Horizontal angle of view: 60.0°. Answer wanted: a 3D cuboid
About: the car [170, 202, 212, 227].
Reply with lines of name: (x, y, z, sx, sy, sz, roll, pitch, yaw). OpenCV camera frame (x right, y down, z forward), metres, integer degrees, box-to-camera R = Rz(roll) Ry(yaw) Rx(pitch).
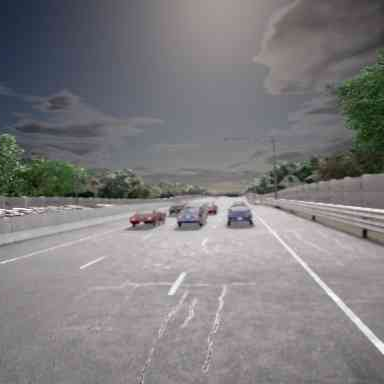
car: (0.073, 1.788, 25.232, 2.033, 1.411, 5.357, -2, -1, 8)

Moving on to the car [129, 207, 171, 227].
car: (-3.326, 1.980, 26.185, 1.895, 1.301, 4.718, -2, -1, 8)

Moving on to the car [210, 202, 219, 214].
car: (2.077, 1.917, 39.989, 1.994, 1.385, 4.181, -2, -1, 8)

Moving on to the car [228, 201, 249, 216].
car: (5.192, 1.746, 37.059, 2.033, 1.411, 5.357, -2, -1, 8)

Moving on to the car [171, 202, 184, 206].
car: (-1.466, 1.989, 39.918, 1.837, 1.490, 4.892, -2, 0, 8)

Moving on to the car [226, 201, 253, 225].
car: (3.550, 1.632, 24.879, 1.812, 1.442, 4.674, -2, -1, 8)
